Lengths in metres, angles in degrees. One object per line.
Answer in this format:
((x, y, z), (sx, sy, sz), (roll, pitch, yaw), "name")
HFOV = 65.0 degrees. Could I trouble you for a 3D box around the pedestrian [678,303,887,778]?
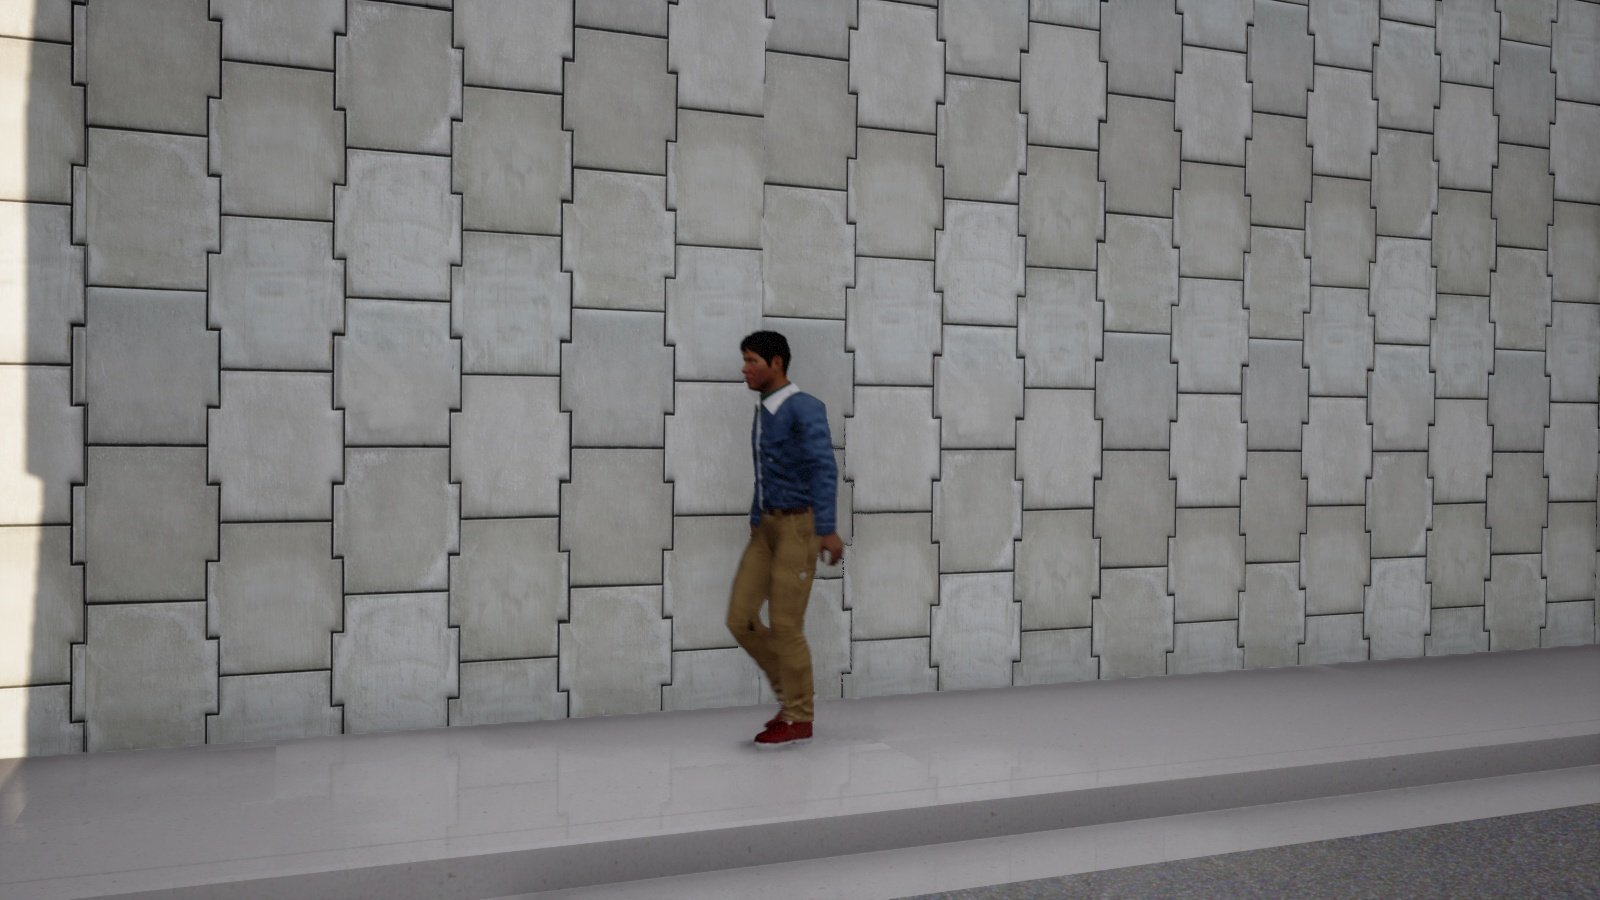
((-0.078, 0.365, 5.484), (0.788, 1.949, 0.423), (-1, 1, -22), "pedestrian")
